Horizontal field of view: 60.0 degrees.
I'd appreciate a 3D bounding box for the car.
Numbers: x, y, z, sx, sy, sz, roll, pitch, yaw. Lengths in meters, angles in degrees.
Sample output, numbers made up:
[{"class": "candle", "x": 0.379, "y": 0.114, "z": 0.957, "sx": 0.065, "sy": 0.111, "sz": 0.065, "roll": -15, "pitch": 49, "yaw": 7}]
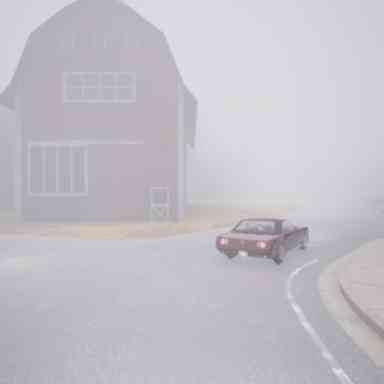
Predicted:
[{"class": "car", "x": 2.734, "y": 1.558, "z": 11.834, "sx": 1.895, "sy": 1.301, "sz": 4.718, "roll": 0, "pitch": 0, "yaw": 33}]
